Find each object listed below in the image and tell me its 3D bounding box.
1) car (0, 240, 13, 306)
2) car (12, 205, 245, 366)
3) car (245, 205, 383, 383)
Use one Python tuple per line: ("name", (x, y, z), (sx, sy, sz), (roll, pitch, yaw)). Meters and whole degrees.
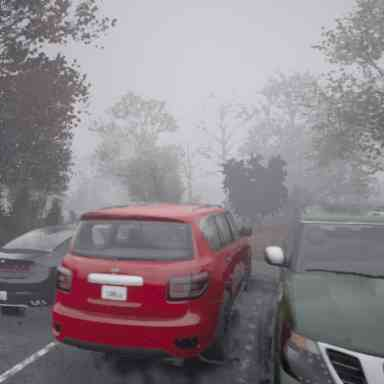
("car", (-2.609, 1.504, 7.932), (2.231, 1.521, 4.892), (0, -1, 15))
("car", (-0.167, 1.247, 6.260), (2.435, 2.045, 5.566), (0, -1, 15))
("car", (2.255, 1.241, 4.486), (2.435, 2.045, 5.566), (0, -1, 15))
